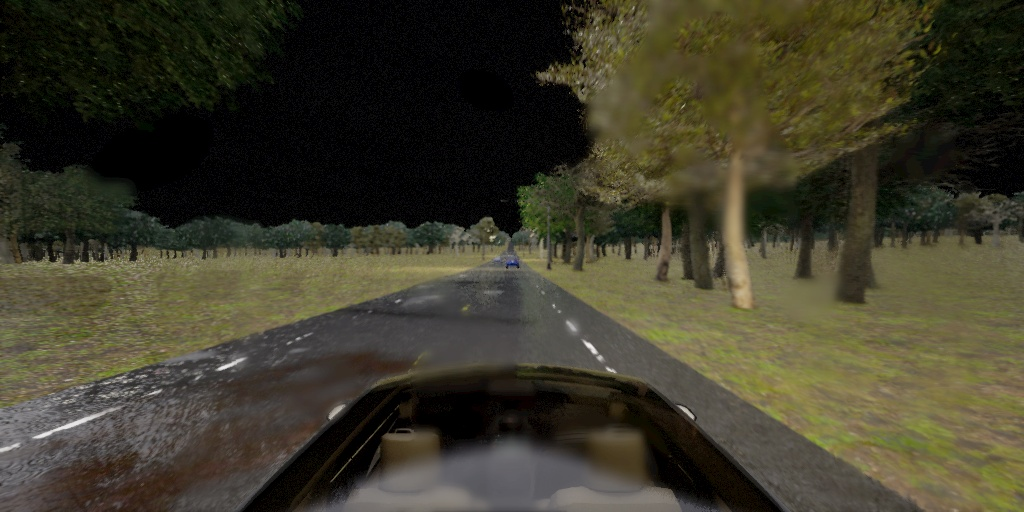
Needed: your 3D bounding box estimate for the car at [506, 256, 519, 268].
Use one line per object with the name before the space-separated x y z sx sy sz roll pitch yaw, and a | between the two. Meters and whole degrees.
car | 0.111 1.041 63.208 2.150 2.045 5.566 0 1 0
